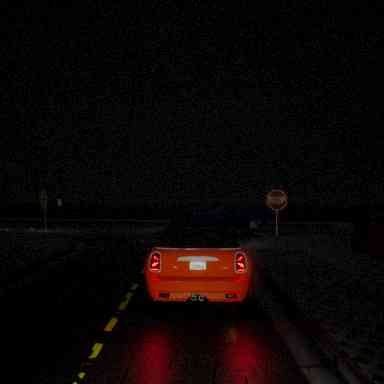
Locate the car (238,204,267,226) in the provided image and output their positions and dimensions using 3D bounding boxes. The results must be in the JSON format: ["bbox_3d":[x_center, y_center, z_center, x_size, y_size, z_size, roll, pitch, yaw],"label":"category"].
[{"bbox_3d":[2.128,1.529,20.719,5.008,1.535,1.882,1,-1,-12],"label":"car"}]

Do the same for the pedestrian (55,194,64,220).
[{"bbox_3d":[-9.673,1.069,24.313,0.375,1.860,0.375,0,-1,0],"label":"pedestrian"}]

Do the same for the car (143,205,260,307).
[{"bbox_3d":[0.182,1.354,8.150,2.097,1.767,4.553,0,0,2],"label":"car"}]
